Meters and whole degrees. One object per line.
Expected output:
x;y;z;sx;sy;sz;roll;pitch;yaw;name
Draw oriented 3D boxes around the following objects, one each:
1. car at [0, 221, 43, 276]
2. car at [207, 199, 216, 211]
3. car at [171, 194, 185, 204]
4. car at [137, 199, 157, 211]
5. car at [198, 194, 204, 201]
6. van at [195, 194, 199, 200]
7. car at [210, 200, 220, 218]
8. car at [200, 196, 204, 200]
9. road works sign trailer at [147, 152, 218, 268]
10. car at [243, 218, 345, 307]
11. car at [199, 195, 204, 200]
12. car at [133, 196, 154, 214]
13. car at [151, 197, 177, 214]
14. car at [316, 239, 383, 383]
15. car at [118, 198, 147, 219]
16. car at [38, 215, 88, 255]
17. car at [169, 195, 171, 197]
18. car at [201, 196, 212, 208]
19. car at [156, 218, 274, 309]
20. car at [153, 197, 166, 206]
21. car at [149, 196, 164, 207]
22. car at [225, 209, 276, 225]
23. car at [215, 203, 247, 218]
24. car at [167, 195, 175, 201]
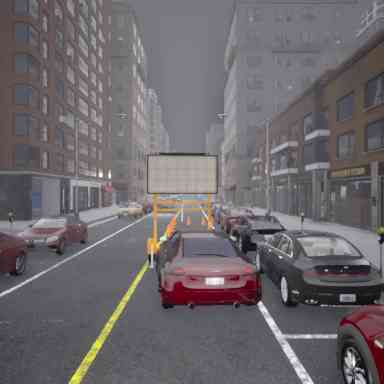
-5.405;1.583;7.763;1.802;1.307;4.206;0;0;0;car
2.573;1.596;29.859;1.802;1.307;4.206;0;0;0;car
-2.893;1.586;64.706;2.033;1.411;5.357;0;0;0;car
-5.476;1.604;40.872;1.802;1.307;4.206;0;0;0;car
2.514;1.474;57.453;1.967;1.590;4.097;0;0;0;car
2.444;1.396;90.053;1.690;1.788;3.998;0;0;0;van
2.584;1.561;24.340;2.008;1.369;4.403;0;0;0;car
2.537;1.577;46.415;2.008;1.369;4.403;0;0;0;car
-0.340;0.467;11.394;2.380;3.560;2.880;0;0;-6;road works sign trailer
2.620;1.551;7.784;2.008;1.369;4.403;0;0;0;car
2.525;1.612;51.934;1.802;1.307;4.206;0;0;0;car
-5.464;1.333;35.354;2.192;1.841;5.009;0;0;0;car
-2.925;1.582;35.625;1.994;1.385;4.181;0;0;0;car
2.632;1.440;2.265;1.967;1.590;4.097;0;0;0;car
-5.448;1.539;29.668;1.752;1.417;4.829;0;0;0;car
-5.417;1.585;13.281;1.802;1.307;4.206;0;0;0;car
-5.523;1.588;62.946;2.008;1.369;4.403;0;0;0;car
2.549;1.573;40.897;2.008;1.369;4.403;0;0;0;car
0.189;1.557;7.931;1.994;1.385;4.181;1;0;-6;car
-5.511;1.559;57.257;1.752;1.417;4.829;0;0;0;car
-5.500;1.470;51.910;1.967;1.590;4.097;0;0;0;car
2.608;1.569;13.302;1.947;1.339;4.313;0;0;0;car
2.596;1.551;18.821;1.887;1.381;4.507;0;0;0;car
-5.581;1.606;90.027;2.008;1.369;4.403;0;0;0;car
